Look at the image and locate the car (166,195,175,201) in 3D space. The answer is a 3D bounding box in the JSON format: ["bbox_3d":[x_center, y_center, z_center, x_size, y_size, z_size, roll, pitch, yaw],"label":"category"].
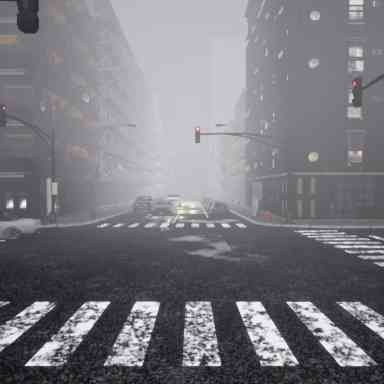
[{"bbox_3d":[-5.229,1.490,81.174,1.752,1.417,4.829,-1,0,0],"label":"car"}]

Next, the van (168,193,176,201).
[{"bbox_3d":[-5.225,1.302,86.881,1.690,1.788,3.998,-1,0,0],"label":"van"}]

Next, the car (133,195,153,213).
[{"bbox_3d":[-5.284,1.303,37.046,2.192,1.841,5.009,-1,0,0],"label":"car"}]

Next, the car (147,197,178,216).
[{"bbox_3d":[-2.811,1.537,32.976,2.033,1.411,5.357,0,0,0],"label":"car"}]

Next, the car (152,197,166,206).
[{"bbox_3d":[-5.261,1.563,53.658,1.802,1.307,4.206,-1,0,0],"label":"car"}]

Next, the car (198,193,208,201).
[{"bbox_3d":[2.649,1.280,81.292,2.192,1.841,5.009,-1,0,0],"label":"car"}]

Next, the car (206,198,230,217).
[{"bbox_3d":[2.593,1.572,31.439,1.802,1.307,4.206,-1,0,0],"label":"car"}]

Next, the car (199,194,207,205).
[{"bbox_3d":[2.625,1.523,59.135,1.887,1.381,4.507,-1,0,0],"label":"car"}]

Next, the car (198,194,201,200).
[{"bbox_3d":[2.645,1.551,75.752,1.802,1.307,4.206,-1,0,0],"label":"car"}]

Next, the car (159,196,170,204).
[{"bbox_3d":[-5.248,1.557,64.732,1.802,1.307,4.206,-1,0,0],"label":"car"}]

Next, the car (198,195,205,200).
[{"bbox_3d":[2.665,1.539,92.370,1.802,1.307,4.206,-1,0,0],"label":"car"}]

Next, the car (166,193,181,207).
[{"bbox_3d":[-2.779,1.205,50.528,2.150,2.045,5.566,0,0,0],"label":"car"}]

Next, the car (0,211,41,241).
[{"bbox_3d":[-9.697,1.585,15.484,4.718,1.301,1.895,0,1,-18],"label":"car"}]

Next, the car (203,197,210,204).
[{"bbox_3d":[2.599,1.539,36.978,2.008,1.369,4.403,-1,0,0],"label":"car"}]
